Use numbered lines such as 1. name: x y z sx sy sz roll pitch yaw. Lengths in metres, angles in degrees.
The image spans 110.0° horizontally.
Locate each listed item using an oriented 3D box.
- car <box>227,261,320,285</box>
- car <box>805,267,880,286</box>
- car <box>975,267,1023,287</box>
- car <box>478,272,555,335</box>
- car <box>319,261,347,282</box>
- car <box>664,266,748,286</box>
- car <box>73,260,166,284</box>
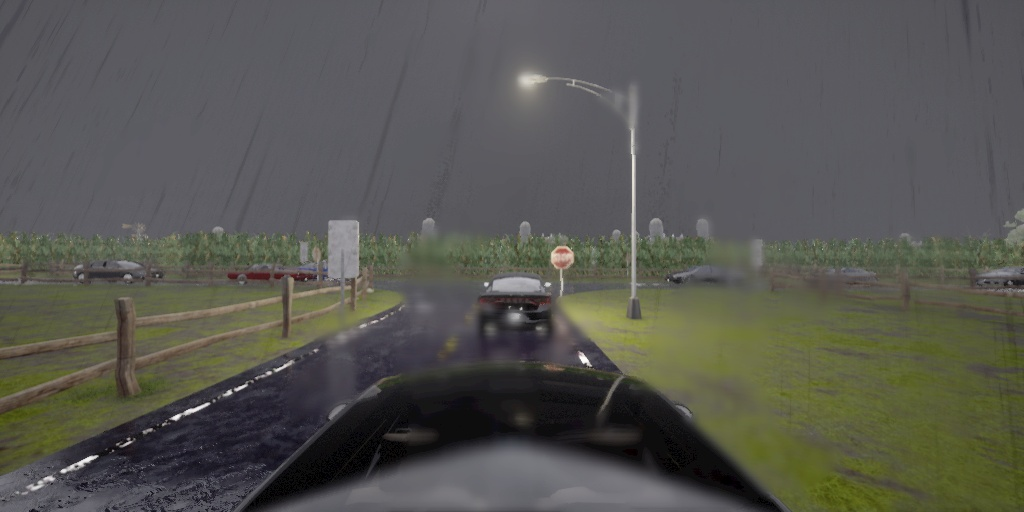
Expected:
1. car: -15.569 1.185 23.353 4.718 1.301 1.895 0 -1 2
2. car: 23.910 1.496 26.045 4.181 1.385 1.994 0 -1 1
3. car: 36.429 1.529 25.940 4.902 1.511 2.128 0 -1 1
4. car: 0.153 1.212 10.478 1.882 1.535 5.008 0 0 2
5. car: -14.253 1.114 26.306 5.008 1.535 1.882 0 -1 2
6. car: 14.051 1.399 26.121 5.357 1.411 2.033 0 -1 0
7. car: -25.609 1.022 23.463 4.892 1.490 1.837 0 -1 1
